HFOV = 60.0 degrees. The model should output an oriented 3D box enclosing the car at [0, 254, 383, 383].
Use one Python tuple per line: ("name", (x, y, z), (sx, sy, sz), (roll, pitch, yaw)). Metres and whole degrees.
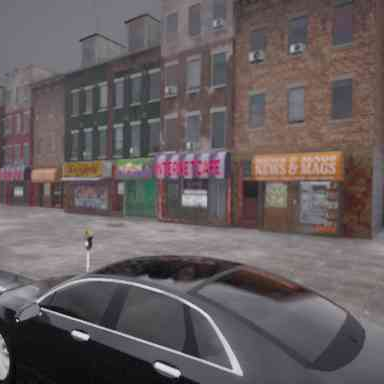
("car", (-0.441, 1.466, 3.597), (4.892, 1.490, 1.837), (1, 1, 36))
